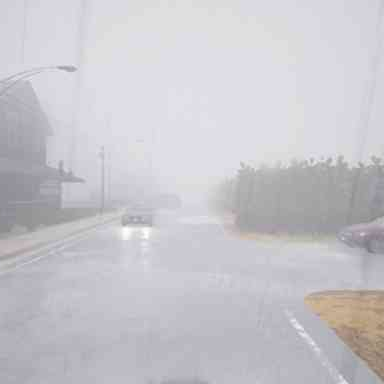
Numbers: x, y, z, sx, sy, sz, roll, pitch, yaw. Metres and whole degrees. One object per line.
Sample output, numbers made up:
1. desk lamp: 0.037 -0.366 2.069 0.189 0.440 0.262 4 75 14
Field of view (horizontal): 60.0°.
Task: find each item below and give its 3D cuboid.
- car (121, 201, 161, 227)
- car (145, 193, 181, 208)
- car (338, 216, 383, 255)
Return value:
1. car: -3.471 1.555 22.607 1.994 1.385 4.181 0 0 1
2. car: -4.094 1.194 46.299 5.566 2.045 2.150 0 -2 35
3. car: 8.116 1.520 12.773 4.674 1.442 1.812 0 0 -1
